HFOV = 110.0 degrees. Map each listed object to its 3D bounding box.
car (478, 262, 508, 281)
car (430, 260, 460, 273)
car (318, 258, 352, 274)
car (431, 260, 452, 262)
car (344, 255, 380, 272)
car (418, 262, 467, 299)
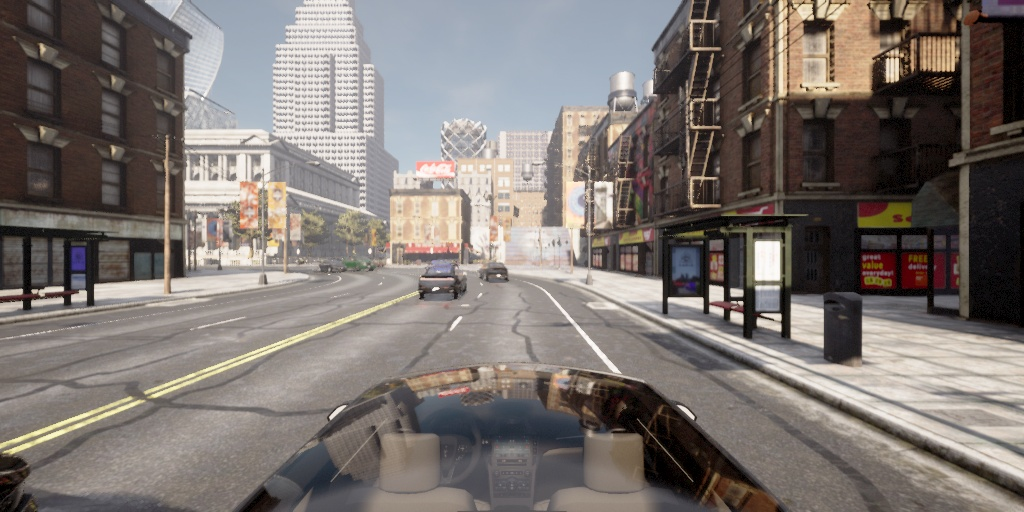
[{"bbox_3d":[-1.591,1.236,29.516,1.837,1.490,4.892,0,0,-14],"label":"car"},{"bbox_3d":[-8.131,1.248,43.044,1.812,1.442,4.674,0,0,-35],"label":"car"},{"bbox_3d":[-20.981,1.229,41.840,4.892,1.490,1.837,-1,-1,43],"label":"car"},{"bbox_3d":[-7.326,1.205,35.195,1.882,1.535,5.008,0,0,-25],"label":"car"},{"bbox_3d":[-19.356,0.945,45.116,5.566,2.045,2.150,-1,0,41],"label":"car"},{"bbox_3d":[-3.386,1.230,18.041,2.128,1.511,4.902,0,0,-1],"label":"car"}]
